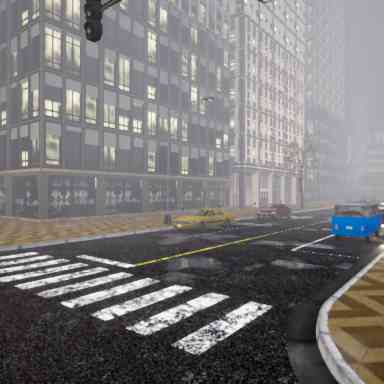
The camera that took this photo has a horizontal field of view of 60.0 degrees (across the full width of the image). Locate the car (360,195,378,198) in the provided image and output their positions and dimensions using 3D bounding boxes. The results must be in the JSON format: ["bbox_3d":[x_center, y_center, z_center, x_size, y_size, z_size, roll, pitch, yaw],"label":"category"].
[{"bbox_3d":[30.925,1.376,58.463,2.192,1.841,5.009,0,0,38],"label":"car"}]

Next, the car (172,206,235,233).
[{"bbox_3d":[0.800,1.535,20.081,1.752,1.417,4.829,0,0,38],"label":"car"}]

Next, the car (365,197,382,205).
[{"bbox_3d":[34.348,1.620,62.848,2.008,1.369,4.403,0,0,38],"label":"car"}]

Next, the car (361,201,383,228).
[{"bbox_3d":[13.172,1.471,22.912,1.967,1.590,4.097,0,0,38],"label":"car"}]

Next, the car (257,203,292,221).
[{"bbox_3d":[6.960,1.599,27.762,1.802,1.307,4.206,0,0,38],"label":"car"}]

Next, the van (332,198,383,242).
[{"bbox_3d":[8.164,1.366,16.317,1.690,1.788,3.998,0,0,38],"label":"van"}]
